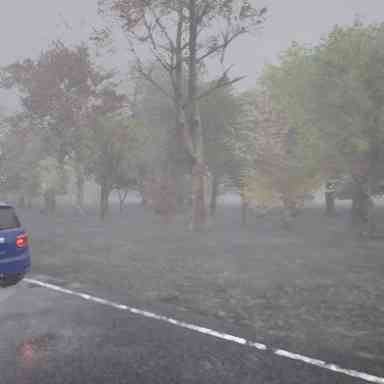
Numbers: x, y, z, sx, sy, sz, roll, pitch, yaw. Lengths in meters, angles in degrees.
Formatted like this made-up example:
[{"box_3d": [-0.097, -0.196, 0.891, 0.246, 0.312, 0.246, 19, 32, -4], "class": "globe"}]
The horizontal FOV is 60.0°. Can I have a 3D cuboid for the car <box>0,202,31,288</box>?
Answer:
[{"box_3d": [-6.179, 1.237, 8.112, 5.566, 2.045, 2.150, 0, 0, 36], "class": "car"}]
